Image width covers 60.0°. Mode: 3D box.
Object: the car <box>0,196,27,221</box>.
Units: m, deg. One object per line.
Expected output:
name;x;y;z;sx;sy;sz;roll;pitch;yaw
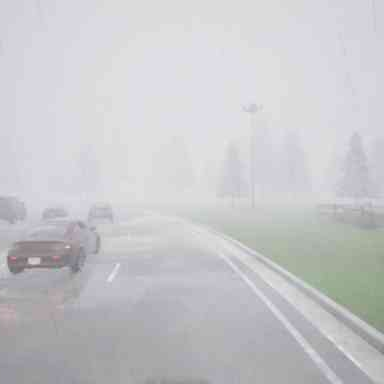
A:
car;-13.966;1.322;24.739;2.150;2.045;5.566;0;0;-15

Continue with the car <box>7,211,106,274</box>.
car;-4.173;1.558;10.629;1.812;1.442;4.674;0;0;-5

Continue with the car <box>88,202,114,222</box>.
car;-7.262;1.554;26.557;2.128;1.511;4.902;0;0;-15

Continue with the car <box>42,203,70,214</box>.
car;-11.132;1.610;27.387;1.812;1.442;4.674;0;0;-16
